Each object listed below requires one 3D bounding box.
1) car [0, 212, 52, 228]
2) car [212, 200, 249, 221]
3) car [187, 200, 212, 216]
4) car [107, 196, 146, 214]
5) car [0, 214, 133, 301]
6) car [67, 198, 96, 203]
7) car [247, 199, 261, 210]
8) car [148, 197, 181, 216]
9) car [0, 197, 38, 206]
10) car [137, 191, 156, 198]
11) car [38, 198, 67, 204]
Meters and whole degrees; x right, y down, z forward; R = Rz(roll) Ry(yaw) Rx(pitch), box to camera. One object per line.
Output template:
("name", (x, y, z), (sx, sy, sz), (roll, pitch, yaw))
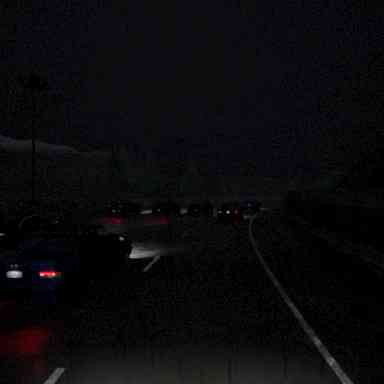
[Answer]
("car", (-6.164, 1.475, 12.217), (2.128, 1.511, 4.902), (0, 0, 5))
("car", (3.233, 1.549, 27.152), (2.033, 1.411, 5.357), (0, 0, 13))
("car", (0.957, 1.473, 32.465), (1.882, 1.535, 5.008), (0, 0, 14))
("car", (-6.403, 1.471, 31.860), (2.128, 1.511, 4.902), (0, 0, 13))
("car", (-3.018, 1.539, 8.517), (2.033, 1.411, 5.357), (0, 0, 4))
("car", (-14.068, 1.524, 44.181), (1.994, 1.385, 4.181), (0, 0, 18))
("car", (7.609, 1.572, 42.303), (1.994, 1.385, 4.181), (0, 0, 19))
("car", (-2.467, 1.479, 33.195), (2.128, 1.511, 4.902), (0, 0, 14))
("car", (-21.750, 1.447, 42.895), (1.837, 1.490, 4.892), (0, 0, 16))
("car", (-10.743, 0.800, 78.400), (2.150, 2.045, 5.566), (0, 0, 29))
("car", (-17.697, 1.478, 44.317), (1.812, 1.442, 4.674), (0, 0, 18))
